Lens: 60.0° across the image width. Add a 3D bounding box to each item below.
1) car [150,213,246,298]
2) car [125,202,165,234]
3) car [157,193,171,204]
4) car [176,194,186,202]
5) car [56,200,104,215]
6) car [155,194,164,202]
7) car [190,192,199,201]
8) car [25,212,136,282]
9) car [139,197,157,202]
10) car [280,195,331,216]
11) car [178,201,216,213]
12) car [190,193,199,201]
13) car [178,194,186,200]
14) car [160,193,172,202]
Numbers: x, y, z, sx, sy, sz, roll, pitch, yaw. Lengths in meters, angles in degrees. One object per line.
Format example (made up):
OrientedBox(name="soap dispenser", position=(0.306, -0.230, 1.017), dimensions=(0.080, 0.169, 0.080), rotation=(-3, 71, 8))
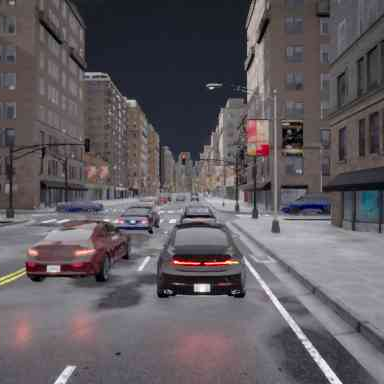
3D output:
OrientedBox(name="car", position=(0.205, 1.506, 8.500), dimensions=(1.837, 1.490, 4.892), rotation=(0, 0, 0))
OrientedBox(name="car", position=(-2.958, 1.545, 19.203), dimensions=(2.033, 1.411, 5.357), rotation=(0, 0, 0))
OrientedBox(name="car", position=(-5.996, 1.181, 64.806), dimensions=(2.150, 2.045, 5.566), rotation=(0, 0, 1))
OrientedBox(name="car", position=(-2.620, 1.492, 75.696), dimensions=(1.994, 1.385, 4.181), rotation=(0, 0, 0))
OrientedBox(name="car", position=(-11.164, 1.507, 33.290), dimensions=(4.674, 1.442, 1.812), rotation=(0, -1, 0))
OrientedBox(name="car", position=(-6.124, 1.497, 54.145), dimensions=(1.812, 1.442, 4.674), rotation=(0, 0, 1))
OrientedBox(name="car", position=(0.708, 1.159, 85.701), dimensions=(2.150, 2.045, 5.566), rotation=(0, 0, 0))
OrientedBox(name="car", position=(-3.026, 1.526, 9.636), dimensions=(1.812, 1.442, 4.674), rotation=(0, 0, 1))
OrientedBox(name="car", position=(-6.211, 1.581, 44.134), dimensions=(1.895, 1.301, 4.718), rotation=(0, 0, 0))
OrientedBox(name="car", position=(11.677, 1.297, 33.137), dimensions=(5.566, 2.045, 2.150), rotation=(0, -1, 0))
OrientedBox(name="car", position=(0.291, 1.490, 17.896), dimensions=(2.128, 1.511, 4.902), rotation=(0, 0, -1))
OrientedBox(name="car", position=(0.639, 1.471, 75.433), dimensions=(1.812, 1.442, 4.674), rotation=(0, 0, 0))
OrientedBox(name="car", position=(-2.542, 1.244, 85.699), dimensions=(1.882, 1.535, 5.008), rotation=(0, 0, 0))
OrientedBox(name="car", position=(-5.871, 1.169, 75.499), dimensions=(2.150, 2.045, 5.566), rotation=(0, 0, 0))
